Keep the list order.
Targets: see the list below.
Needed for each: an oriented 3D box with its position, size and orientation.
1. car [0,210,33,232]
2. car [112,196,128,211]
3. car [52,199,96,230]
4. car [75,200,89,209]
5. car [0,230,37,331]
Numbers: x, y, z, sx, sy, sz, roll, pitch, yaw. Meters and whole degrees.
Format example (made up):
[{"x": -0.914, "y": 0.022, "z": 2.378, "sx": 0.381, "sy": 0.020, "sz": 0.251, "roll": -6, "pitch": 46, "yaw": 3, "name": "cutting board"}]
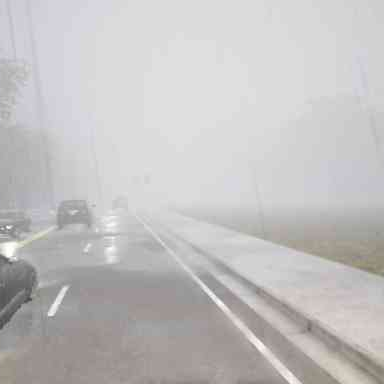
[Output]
[{"x": -10.753, "y": 1.837, "z": 19.443, "sx": 1.837, "sy": 1.490, "sz": 4.892, "roll": -1, "pitch": 0, "yaw": -13, "name": "car"}, {"x": -10.706, "y": 1.686, "z": 49.614, "sx": 2.150, "sy": 2.045, "sz": 5.566, "roll": -1, "pitch": 0, "yaw": -13, "name": "car"}, {"x": -8.258, "y": 1.508, "z": 24.005, "sx": 2.150, "sy": 2.045, "sz": 5.566, "roll": -1, "pitch": 0, "yaw": -13, "name": "car"}, {"x": -19.820, "y": 2.284, "z": 59.945, "sx": 1.812, "sy": 1.442, "sz": 4.674, "roll": -1, "pitch": 0, "yaw": -12, "name": "car"}, {"x": -4.125, "y": 1.682, "z": 5.737, "sx": 1.994, "sy": 1.385, "sz": 4.181, "roll": -1, "pitch": 0, "yaw": -13, "name": "car"}]
